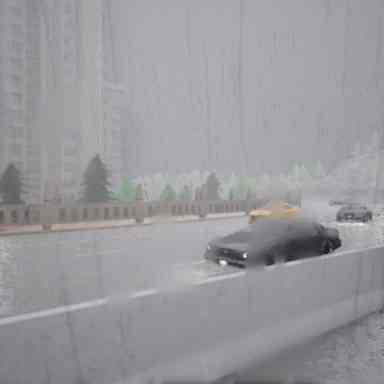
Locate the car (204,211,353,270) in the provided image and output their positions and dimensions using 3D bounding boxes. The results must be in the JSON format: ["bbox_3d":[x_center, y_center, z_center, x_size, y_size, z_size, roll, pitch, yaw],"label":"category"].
[{"bbox_3d":[2.898,1.558,10.836,5.357,1.411,2.033,0,0,-40],"label":"car"}]

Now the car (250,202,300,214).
[{"bbox_3d":[5.898,1.518,23.412,1.882,1.535,5.008,0,0,42],"label":"car"}]

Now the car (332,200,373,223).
[{"bbox_3d":[12.894,1.622,26.264,1.994,1.385,4.181,0,0,38],"label":"car"}]

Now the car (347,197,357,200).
[{"bbox_3d":[30.338,1.786,63.146,2.128,1.511,4.902,0,0,13],"label":"car"}]

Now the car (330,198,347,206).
[{"bbox_3d":[25.862,1.865,59.488,1.895,1.301,4.718,0,0,16],"label":"car"}]
